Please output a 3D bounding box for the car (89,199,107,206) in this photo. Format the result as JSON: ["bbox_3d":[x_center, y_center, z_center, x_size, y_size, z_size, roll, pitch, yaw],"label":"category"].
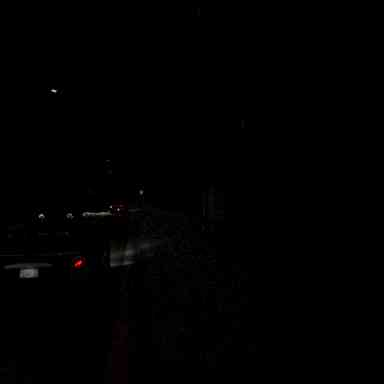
[{"bbox_3d":[-11.730,1.649,41.603,1.882,1.535,5.008,0,0,-10],"label":"car"}]

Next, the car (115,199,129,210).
[{"bbox_3d":[-10.089,1.779,48.303,1.895,1.301,4.718,0,0,-10],"label":"car"}]

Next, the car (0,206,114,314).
[{"bbox_3d":[-3.068,1.378,7.621,2.097,1.767,4.553,0,0,-10],"label":"car"}]

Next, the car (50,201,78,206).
[{"bbox_3d":[-8.332,1.443,21.378,2.097,1.767,4.553,0,0,-10],"label":"car"}]

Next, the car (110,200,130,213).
[{"bbox_3d":[-8.258,1.638,37.994,1.837,1.490,4.892,0,0,-9],"label":"car"}]
